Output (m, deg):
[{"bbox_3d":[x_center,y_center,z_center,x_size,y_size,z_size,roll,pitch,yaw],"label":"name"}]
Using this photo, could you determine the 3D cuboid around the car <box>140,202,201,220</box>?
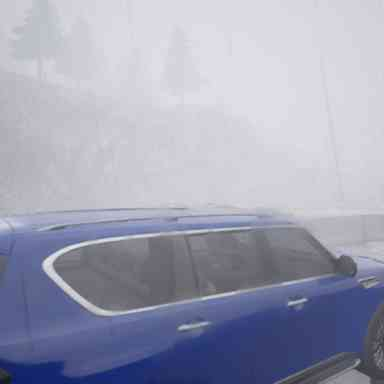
[{"bbox_3d":[-1.722,1.515,27.583,4.718,1.301,1.895,0,0,-30],"label":"car"}]

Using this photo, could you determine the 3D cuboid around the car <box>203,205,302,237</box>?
[{"bbox_3d":[3.400,1.498,18.441,5.357,1.411,2.033,0,0,-30],"label":"car"}]

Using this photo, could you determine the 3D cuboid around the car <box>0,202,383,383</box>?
[{"bbox_3d":[0.293,1.209,3.843,5.566,2.045,2.150,0,0,-34],"label":"car"}]

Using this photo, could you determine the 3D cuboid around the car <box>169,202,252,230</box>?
[{"bbox_3d":[1.210,1.430,21.166,4.902,1.511,2.128,0,0,-30],"label":"car"}]

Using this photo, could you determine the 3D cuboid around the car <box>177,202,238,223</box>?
[{"bbox_3d":[1.165,1.490,25.163,4.181,1.385,1.994,0,0,-29],"label":"car"}]
